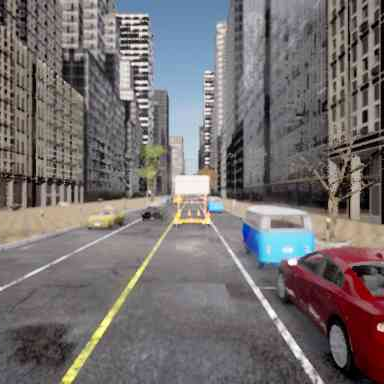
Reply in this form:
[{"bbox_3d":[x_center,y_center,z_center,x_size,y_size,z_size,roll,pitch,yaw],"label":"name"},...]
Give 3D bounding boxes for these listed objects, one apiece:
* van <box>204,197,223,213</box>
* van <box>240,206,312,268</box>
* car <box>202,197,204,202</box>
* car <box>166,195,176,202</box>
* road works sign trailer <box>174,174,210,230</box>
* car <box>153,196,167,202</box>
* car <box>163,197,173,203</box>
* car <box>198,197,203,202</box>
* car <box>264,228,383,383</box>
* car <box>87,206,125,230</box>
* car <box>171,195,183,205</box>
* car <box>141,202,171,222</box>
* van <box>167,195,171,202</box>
[{"bbox_3d":[2.689,1.546,39.519,1.690,1.788,3.998,0,0,0],"label":"van"},{"bbox_3d":[2.689,1.399,11.180,1.690,1.788,3.998,0,0,0],"label":"van"},{"bbox_3d":[2.690,1.762,45.356,1.752,1.417,4.829,0,0,0],"label":"car"},{"bbox_3d":[-5.691,1.794,90.532,2.192,1.841,5.009,0,0,0],"label":"car"},{"bbox_3d":[0.001,0.579,22.258,2.380,3.560,2.880,0,0,0],"label":"road works sign trailer"},{"bbox_3d":[-5.690,1.820,56.353,1.752,1.417,4.829,0,0,0],"label":"car"},{"bbox_3d":[-5.690,1.968,79.195,2.008,1.369,4.403,0,0,0],"label":"car"},{"bbox_3d":[2.690,1.999,84.861,2.008,1.369,4.403,0,0,0],"label":"car"},{"bbox_3d":[2.690,1.573,5.511,1.887,1.381,4.507,0,0,0],"label":"car"},{"bbox_3d":[-5.691,1.640,22.346,1.752,1.417,4.829,0,0,0],"label":"car"},{"bbox_3d":[-2.998,1.844,69.792,1.882,1.535,5.008,0,0,0],"label":"car"},{"bbox_3d":[-3.098,1.746,28.188,1.895,1.301,4.718,0,0,0],"label":"car"},{"bbox_3d":[-5.691,1.698,67.860,1.690,1.788,3.998,0,0,0],"label":"van"}]
